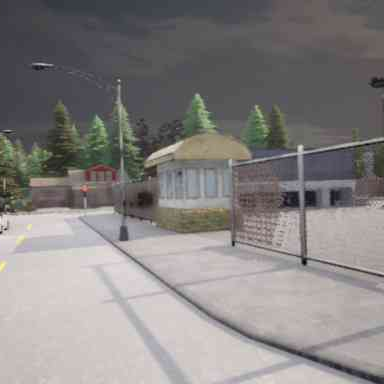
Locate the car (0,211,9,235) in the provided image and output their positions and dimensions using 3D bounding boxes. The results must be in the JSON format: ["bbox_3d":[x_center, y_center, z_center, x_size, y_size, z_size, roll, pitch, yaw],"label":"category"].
[{"bbox_3d":[-13.276,1.977,21.893,1.812,1.442,4.674,-2,0,-23],"label":"car"}]
